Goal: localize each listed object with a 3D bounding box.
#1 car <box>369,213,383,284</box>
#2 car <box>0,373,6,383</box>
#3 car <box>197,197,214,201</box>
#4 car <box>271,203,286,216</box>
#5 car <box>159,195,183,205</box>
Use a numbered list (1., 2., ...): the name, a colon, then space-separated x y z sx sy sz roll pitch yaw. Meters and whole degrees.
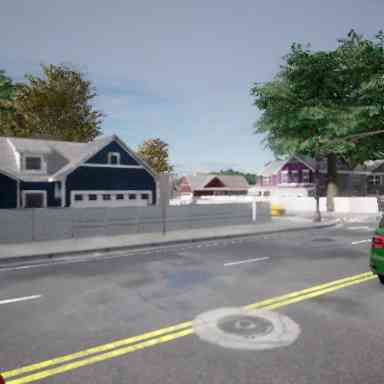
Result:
1. car: 6.562 1.225 8.132 5.566 2.045 2.150 -1 0 -35
2. car: -3.378 1.472 1.031 5.008 1.535 1.882 0 0 -36
3. car: 1.958 1.547 41.470 2.097 1.767 4.553 0 0 -31
4. car: 7.137 1.608 33.321 1.882 1.535 5.008 0 0 -33
5. car: -3.390 1.486 50.716 2.150 2.045 5.566 0 0 -29
